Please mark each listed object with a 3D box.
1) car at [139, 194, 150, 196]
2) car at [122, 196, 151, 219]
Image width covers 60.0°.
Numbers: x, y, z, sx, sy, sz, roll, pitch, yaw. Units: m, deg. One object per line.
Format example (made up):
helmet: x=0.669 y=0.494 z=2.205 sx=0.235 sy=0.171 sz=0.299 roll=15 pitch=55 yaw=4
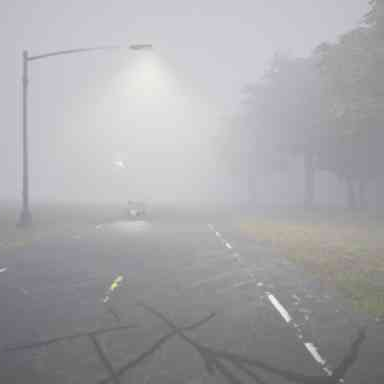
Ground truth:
car: x=-9.390 y=1.223 z=68.076 sx=1.882 sy=1.535 sz=5.008 roll=0 pitch=0 yaw=-10
car: x=-4.656 y=1.359 z=27.895 sx=2.128 sy=1.511 sz=4.902 roll=0 pitch=0 yaw=-4
